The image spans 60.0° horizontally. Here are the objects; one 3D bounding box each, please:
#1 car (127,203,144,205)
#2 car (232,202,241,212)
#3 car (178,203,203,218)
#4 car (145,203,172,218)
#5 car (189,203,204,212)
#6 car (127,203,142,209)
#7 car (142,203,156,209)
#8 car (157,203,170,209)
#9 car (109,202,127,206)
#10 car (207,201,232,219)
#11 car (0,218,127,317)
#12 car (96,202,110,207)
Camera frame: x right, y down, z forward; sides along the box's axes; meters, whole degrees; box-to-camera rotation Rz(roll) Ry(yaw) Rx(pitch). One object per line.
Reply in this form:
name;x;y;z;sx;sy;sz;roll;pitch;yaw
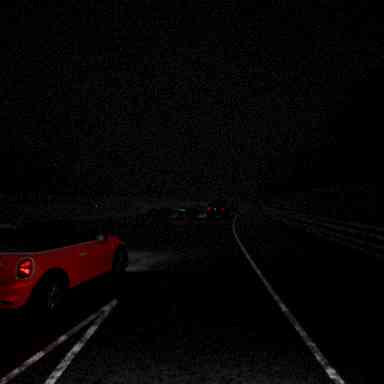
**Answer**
car;-9.947;2.918;62.644;1.994;1.385;4.181;0;-1;12
car;7.327;2.809;59.635;1.837;1.490;4.892;0;-1;12
car;-0.356;2.303;39.558;2.128;1.511;4.902;0;-1;12
car;-3.785;2.302;40.264;1.882;1.535;5.008;0;-1;12
car;0.871;2.882;63.000;1.837;1.490;4.892;0;-1;12
car;-13.620;3.344;79.456;1.895;1.301;4.718;0;-1;12
car;-10.188;3.289;78.775;1.994;1.385;4.181;0;-1;12
car;-6.746;3.250;78.134;1.812;1.442;4.674;0;-1;12
car;-13.378;2.870;63.283;1.837;1.490;4.892;0;-1;12
car;3.072;2.023;38.863;2.150;2.045;5.566;0;-1;12
car;-3.257;1.432;7.975;2.097;1.767;4.553;0;-1;12
car;-16.797;2.734;64.030;2.097;1.767;4.553;0;-1;12
